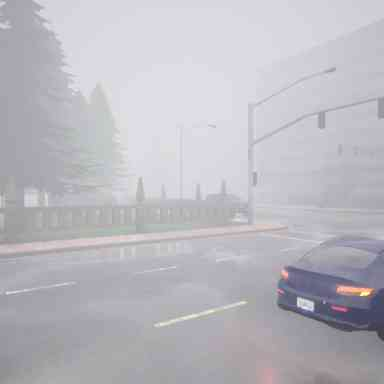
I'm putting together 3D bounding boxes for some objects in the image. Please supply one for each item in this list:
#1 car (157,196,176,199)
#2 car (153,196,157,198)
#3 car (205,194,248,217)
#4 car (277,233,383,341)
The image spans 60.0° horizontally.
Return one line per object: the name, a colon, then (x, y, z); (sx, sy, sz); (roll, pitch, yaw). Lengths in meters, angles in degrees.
car: (-2.654, 1.470, 41.958); (1.812, 1.442, 4.674); (0, 0, -23)
car: (-5.984, 1.436, 57.384); (2.128, 1.511, 4.902); (0, 0, -1)
car: (3.293, 1.166, 31.329); (2.150, 2.045, 5.566); (0, 0, -32)
car: (3.593, 1.526, 6.332); (4.674, 1.442, 1.812); (0, 0, -35)
